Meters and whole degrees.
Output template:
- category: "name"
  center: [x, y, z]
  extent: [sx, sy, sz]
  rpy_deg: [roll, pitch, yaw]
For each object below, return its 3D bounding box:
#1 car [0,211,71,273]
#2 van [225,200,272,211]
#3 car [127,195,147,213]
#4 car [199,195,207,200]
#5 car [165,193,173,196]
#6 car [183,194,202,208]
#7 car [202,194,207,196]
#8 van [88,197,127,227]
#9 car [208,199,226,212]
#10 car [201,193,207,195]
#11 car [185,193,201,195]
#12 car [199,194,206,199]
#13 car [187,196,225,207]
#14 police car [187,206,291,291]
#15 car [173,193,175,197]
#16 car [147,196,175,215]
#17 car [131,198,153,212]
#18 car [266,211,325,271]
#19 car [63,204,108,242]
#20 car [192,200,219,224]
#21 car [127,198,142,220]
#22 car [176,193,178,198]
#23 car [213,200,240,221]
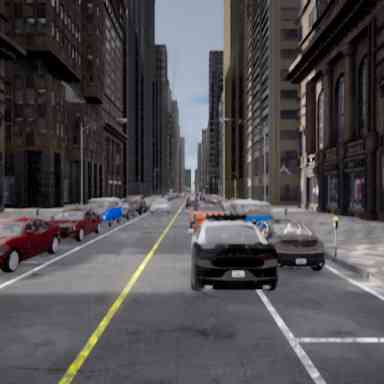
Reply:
- category: "car"
  center: [-5.745, 1.519, 10.640]
  extent: [1.887, 1.381, 4.507]
  rpy_deg: [0, 0, 0]
- category: "van"
  center: [2.788, 1.302, 16.256]
  extent: [1.690, 1.788, 3.998]
  rpy_deg: [0, 0, 0]
- category: "car"
  center: [-5.711, 1.238, 33.113]
  extent: [2.192, 1.841, 5.009]
  rpy_deg: [0, 0, 0]
- category: "car"
  center: [2.900, 1.386, 89.300]
  extent: [1.947, 1.339, 4.313]
  rpy_deg: [0, 0, 0]
- category: "car"
  center: [-5.651, 1.430, 72.442]
  extent: [1.802, 1.307, 4.206]
  rpy_deg: [0, 0, 0]
- category: "car"
  center: [0.091, 1.421, 45.853]
  extent: [1.812, 1.442, 4.674]
  rpy_deg: [0, 0, 1]
- category: "car"
  center: [2.840, 1.412, 50.139]
  extent: [1.752, 1.417, 4.829]
  rpy_deg: [0, 0, 0]
- category: "van"
  center: [-5.728, 1.290, 21.876]
  extent: [1.690, 1.788, 3.998]
  rpy_deg: [0, 0, 0]
- category: "car"
  center: [2.823, 1.493, 38.732]
  extent: [1.802, 1.307, 4.206]
  rpy_deg: [0, 0, 0]
- category: "car"
  center: [2.857, 1.433, 61.207]
  extent: [1.947, 1.339, 4.313]
  rpy_deg: [0, 0, 0]
- category: "car"
  center: [0.092, 1.348, 59.428]
  extent: [1.882, 1.535, 5.008]
  rpy_deg: [0, 0, 0]
- category: "car"
  center: [2.908, 1.362, 94.919]
  extent: [2.008, 1.369, 4.403]
  rpy_deg: [0, 0, 0]
- category: "car"
  center: [0.929, 1.306, 18.977]
  extent: [2.097, 1.767, 4.553]
  rpy_deg: [0, 0, 0]
- category: "police car"
  center: [0.915, 1.403, 9.117]
  extent: [1.930, 1.638, 5.238]
  rpy_deg: [0, 0, 0]
- category: "car"
  center: [-5.642, 1.405, 78.060]
  extent: [1.947, 1.339, 4.313]
  rpy_deg: [0, 0, 0]
- category: "car"
  center: [-3.042, 1.448, 33.362]
  extent: [1.812, 1.442, 4.674]
  rpy_deg: [0, 0, 0]
- category: "car"
  center: [-5.703, 1.436, 38.562]
  extent: [1.752, 1.417, 4.829]
  rpy_deg: [0, 0, 0]
- category: "car"
  center: [2.780, 1.525, 10.637]
  extent: [2.008, 1.369, 4.403]
  rpy_deg: [0, 0, 0]
- category: "car"
  center: [-5.737, 1.506, 16.258]
  extent: [1.887, 1.381, 4.507]
  rpy_deg: [0, 0, 0]
- category: "car"
  center: [0.939, 1.447, 25.007]
  extent: [1.837, 1.490, 4.892]
  rpy_deg: [0, 0, 0]
- category: "car"
  center: [-5.720, 1.487, 27.495]
  extent: [2.008, 1.369, 4.403]
  rpy_deg: [0, 0, 0]
- category: "car"
  center: [-5.625, 1.365, 89.297]
  extent: [1.887, 1.381, 4.507]
  rpy_deg: [0, 0, 0]
- category: "car"
  center: [2.806, 1.461, 27.664]
  extent: [1.752, 1.417, 4.829]
  rpy_deg: [0, 0, 0]
